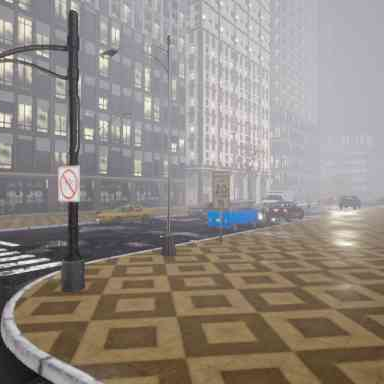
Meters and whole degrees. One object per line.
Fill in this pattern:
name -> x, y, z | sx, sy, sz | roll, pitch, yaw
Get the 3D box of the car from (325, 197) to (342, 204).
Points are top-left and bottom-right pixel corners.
car -> 28.547, 1.625, 66.951 | 2.008, 1.369, 4.403 | 0, 0, 38

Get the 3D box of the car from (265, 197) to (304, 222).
car -> 7.580, 1.472, 26.905 | 1.967, 1.590, 4.097 | 0, 0, 38

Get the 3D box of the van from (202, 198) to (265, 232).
van -> 2.607, 1.368, 20.284 | 1.690, 1.788, 3.998 | 0, 0, 38

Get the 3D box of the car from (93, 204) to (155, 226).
car -> -4.777, 1.540, 24.009 | 1.752, 1.417, 4.829 | 0, 0, 38

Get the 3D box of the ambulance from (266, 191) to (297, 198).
ambulance -> 10.215, 1.063, 39.013 | 2.351, 2.431, 6.366 | 0, 0, 38

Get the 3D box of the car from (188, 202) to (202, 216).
car -> 1.343, 1.604, 31.722 | 1.802, 1.307, 4.206 | 0, 0, 38

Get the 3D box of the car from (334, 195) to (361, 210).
car -> 21.181, 1.368, 44.520 | 2.192, 1.841, 5.009 | 0, 0, 38

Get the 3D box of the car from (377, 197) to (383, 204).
car -> 38.183, 1.658, 66.537 | 1.947, 1.339, 4.313 | 0, 0, 38

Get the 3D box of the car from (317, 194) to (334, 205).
car -> 25.147, 1.381, 62.548 | 2.192, 1.841, 5.009 | 0, 0, 38
